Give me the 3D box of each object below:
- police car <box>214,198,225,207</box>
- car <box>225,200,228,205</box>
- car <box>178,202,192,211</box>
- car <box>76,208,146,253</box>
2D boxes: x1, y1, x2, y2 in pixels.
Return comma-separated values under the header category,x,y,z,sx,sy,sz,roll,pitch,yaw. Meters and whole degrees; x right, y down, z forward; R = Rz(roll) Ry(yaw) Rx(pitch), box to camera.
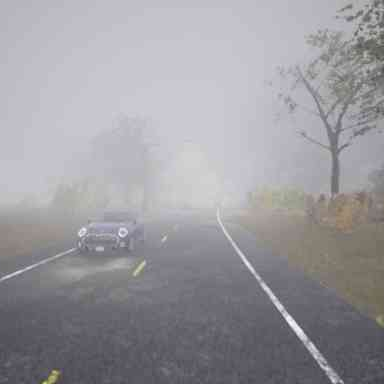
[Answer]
category,x,y,z,sx,sy,sz,roll,pitch,yaw
police car,6.477,2.781,81.177,1.930,1.638,5.238,0,-1,8
car,7.853,2.772,90.959,2.150,2.045,5.566,0,-1,8
car,-1.064,2.371,54.864,1.837,1.490,4.892,0,-1,5
car,-3.378,1.564,14.643,2.097,1.767,4.553,0,-1,2
